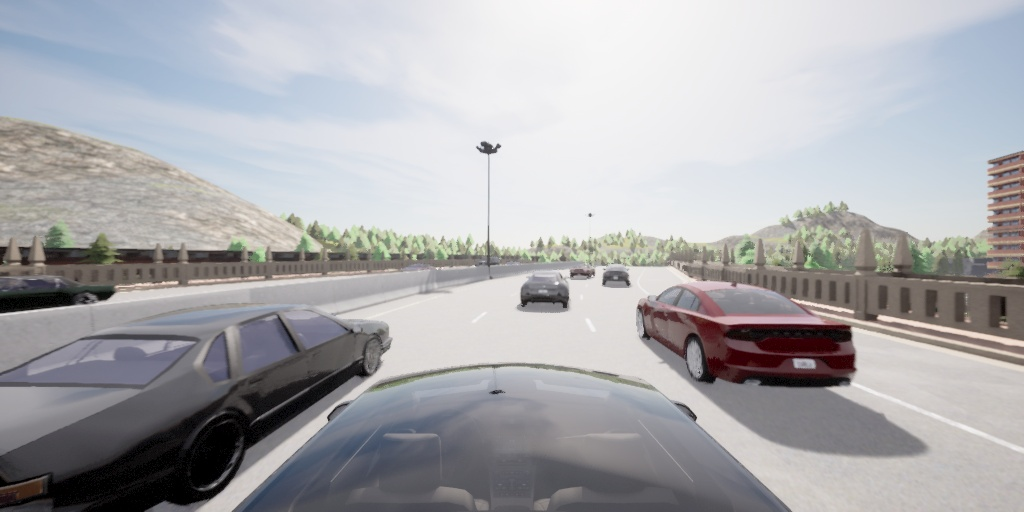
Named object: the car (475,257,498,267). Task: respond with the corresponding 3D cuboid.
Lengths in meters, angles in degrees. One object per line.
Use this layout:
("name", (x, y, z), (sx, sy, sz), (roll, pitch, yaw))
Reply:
("car", (-3.735, 1.149, 56.087), (2.150, 2.045, 5.566), (0, 0, 21))

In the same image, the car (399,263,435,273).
("car", (-8.671, 1.371, 33.241), (1.994, 1.385, 4.181), (0, 0, 18))

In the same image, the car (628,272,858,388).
("car", (3.953, 1.247, 7.106), (1.882, 1.535, 5.008), (0, 0, 4))

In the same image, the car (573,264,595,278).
("car", (6.968, 1.439, 35.001), (1.895, 1.301, 4.718), (0, 0, 21))

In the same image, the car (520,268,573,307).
("car", (1.559, 1.349, 15.922), (1.994, 1.385, 4.181), (0, 0, 10))

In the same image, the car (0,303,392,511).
("car", (-3.282, 1.298, 4.357), (2.033, 1.411, 5.357), (0, 0, 3))

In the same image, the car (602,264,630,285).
("car", (7.862, 1.347, 26.994), (1.812, 1.442, 4.674), (0, 0, 17))

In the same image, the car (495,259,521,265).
("car", (0.104, 1.401, 46.702), (2.033, 1.411, 5.357), (0, 0, 22))

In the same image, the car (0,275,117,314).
("car", (-16.852, 1.345, 12.027), (1.895, 1.301, 4.718), (0, 0, 6))
